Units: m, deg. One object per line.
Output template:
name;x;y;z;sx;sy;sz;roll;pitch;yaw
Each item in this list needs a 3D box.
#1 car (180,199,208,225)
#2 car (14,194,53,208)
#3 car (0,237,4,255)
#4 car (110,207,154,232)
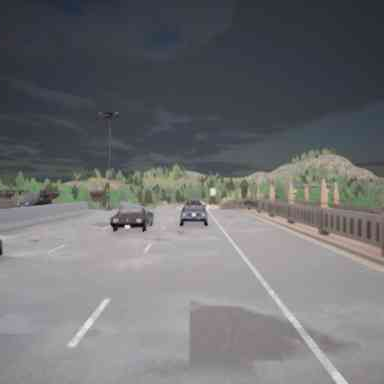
car;0.119;1.461;23.166;2.033;1.411;5.357;0;0;0
car;-17.466;1.218;36.955;2.150;2.045;5.566;0;-1;0
car;-6.889;1.471;8.605;1.837;1.490;4.892;0;0;0
car;-3.383;1.526;19.663;1.895;1.301;4.718;0;0;0
